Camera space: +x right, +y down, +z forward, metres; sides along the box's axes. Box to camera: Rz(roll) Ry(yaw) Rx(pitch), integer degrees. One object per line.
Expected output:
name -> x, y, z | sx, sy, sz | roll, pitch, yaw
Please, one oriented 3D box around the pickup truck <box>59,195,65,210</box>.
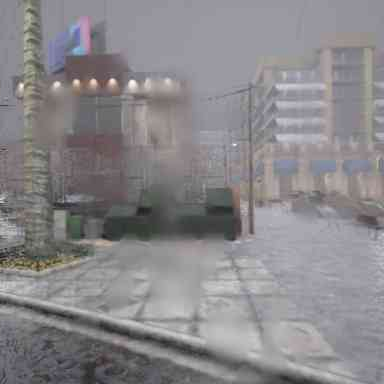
pickup truck -> -8.807, 1.226, 25.750 | 2.390, 2.098, 6.274 | -1, 0, 2
